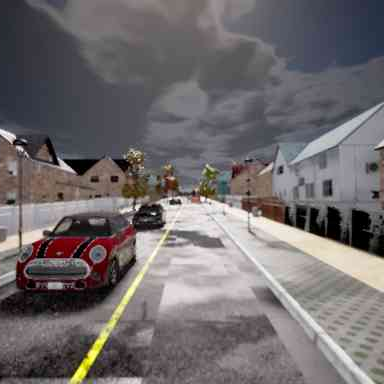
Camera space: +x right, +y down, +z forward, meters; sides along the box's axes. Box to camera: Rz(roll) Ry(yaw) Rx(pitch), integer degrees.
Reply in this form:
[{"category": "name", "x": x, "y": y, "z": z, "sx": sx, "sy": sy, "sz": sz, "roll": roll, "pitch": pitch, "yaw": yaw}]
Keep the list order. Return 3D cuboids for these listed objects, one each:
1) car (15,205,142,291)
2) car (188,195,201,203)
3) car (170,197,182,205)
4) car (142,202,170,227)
[{"category": "car", "x": -2.860, "y": 1.368, "z": 9.196, "sx": 2.097, "sy": 1.767, "sz": 4.553, "roll": 0, "pitch": 0, "yaw": 0}, {"category": "car", "x": 0.807, "y": 1.414, "z": 69.708, "sx": 2.097, "sy": 1.767, "sz": 4.553, "roll": -3, "pitch": -1, "yaw": 0}, {"category": "car", "x": -2.885, "y": 1.658, "z": 58.838, "sx": 1.994, "sy": 1.385, "sz": 4.181, "roll": 0, "pitch": 0, "yaw": 0}, {"category": "car", "x": -2.843, "y": 1.542, "z": 23.001, "sx": 1.837, "sy": 1.490, "sz": 4.892, "roll": 0, "pitch": 0, "yaw": 0}]
